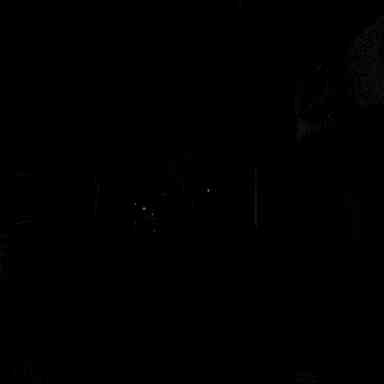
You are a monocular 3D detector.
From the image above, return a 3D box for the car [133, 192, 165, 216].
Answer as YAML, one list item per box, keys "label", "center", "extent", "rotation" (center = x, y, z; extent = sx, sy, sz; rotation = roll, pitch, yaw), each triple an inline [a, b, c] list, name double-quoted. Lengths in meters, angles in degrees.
- label: "car"
  center: [-4.090, 1.057, 31.232]
  extent: [2.150, 2.045, 5.566]
  rotation: [0, 0, 0]

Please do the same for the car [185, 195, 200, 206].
- label: "car"
  center: [0.098, 1.252, 47.912]
  extent: [1.837, 1.490, 4.892]
  rotation: [0, 0, 0]

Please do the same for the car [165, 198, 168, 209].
- label: "car"
  center: [-4.058, 1.327, 41.877]
  extent: [2.033, 1.411, 5.357]
  rotation: [0, 0, 1]
